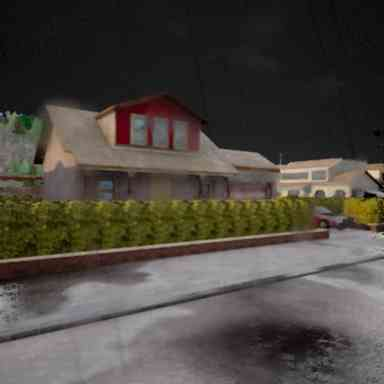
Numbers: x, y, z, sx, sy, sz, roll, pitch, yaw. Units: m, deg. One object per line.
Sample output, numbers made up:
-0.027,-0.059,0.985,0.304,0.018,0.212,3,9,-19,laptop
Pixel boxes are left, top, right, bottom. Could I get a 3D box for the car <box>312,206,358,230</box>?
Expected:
7.259,1.539,20.586,2.033,1.415,5.357,1,0,-33,car
